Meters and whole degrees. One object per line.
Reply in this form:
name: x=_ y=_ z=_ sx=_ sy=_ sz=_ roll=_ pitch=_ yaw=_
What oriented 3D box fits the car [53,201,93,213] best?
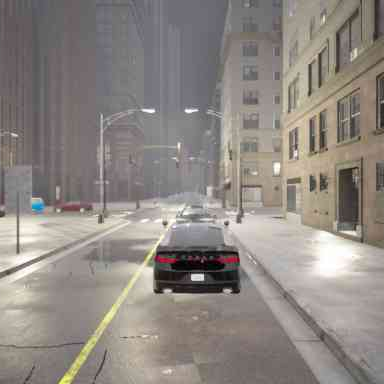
car: x=-13.943 y=1.726 z=39.120 sx=4.507 sy=1.381 sz=1.887 roll=-1 pitch=0 yaw=0

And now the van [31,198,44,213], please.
van: x=-19.570 y=1.591 z=39.145 sx=3.998 sy=1.788 sz=1.690 roll=-1 pitch=0 yaw=0

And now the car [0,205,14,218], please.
car: x=-19.600 y=1.523 z=30.620 sx=5.009 sy=1.841 sz=2.192 roll=-1 pitch=0 yaw=0

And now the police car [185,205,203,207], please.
police car: x=0.127 y=1.509 z=18.543 sx=2.038 sy=1.542 sz=4.974 roll=0 pitch=0 yaw=0

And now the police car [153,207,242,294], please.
police car: x=0.110 y=1.427 z=8.938 sx=1.930 sy=1.638 sz=5.238 roll=0 pitch=0 yaw=0
